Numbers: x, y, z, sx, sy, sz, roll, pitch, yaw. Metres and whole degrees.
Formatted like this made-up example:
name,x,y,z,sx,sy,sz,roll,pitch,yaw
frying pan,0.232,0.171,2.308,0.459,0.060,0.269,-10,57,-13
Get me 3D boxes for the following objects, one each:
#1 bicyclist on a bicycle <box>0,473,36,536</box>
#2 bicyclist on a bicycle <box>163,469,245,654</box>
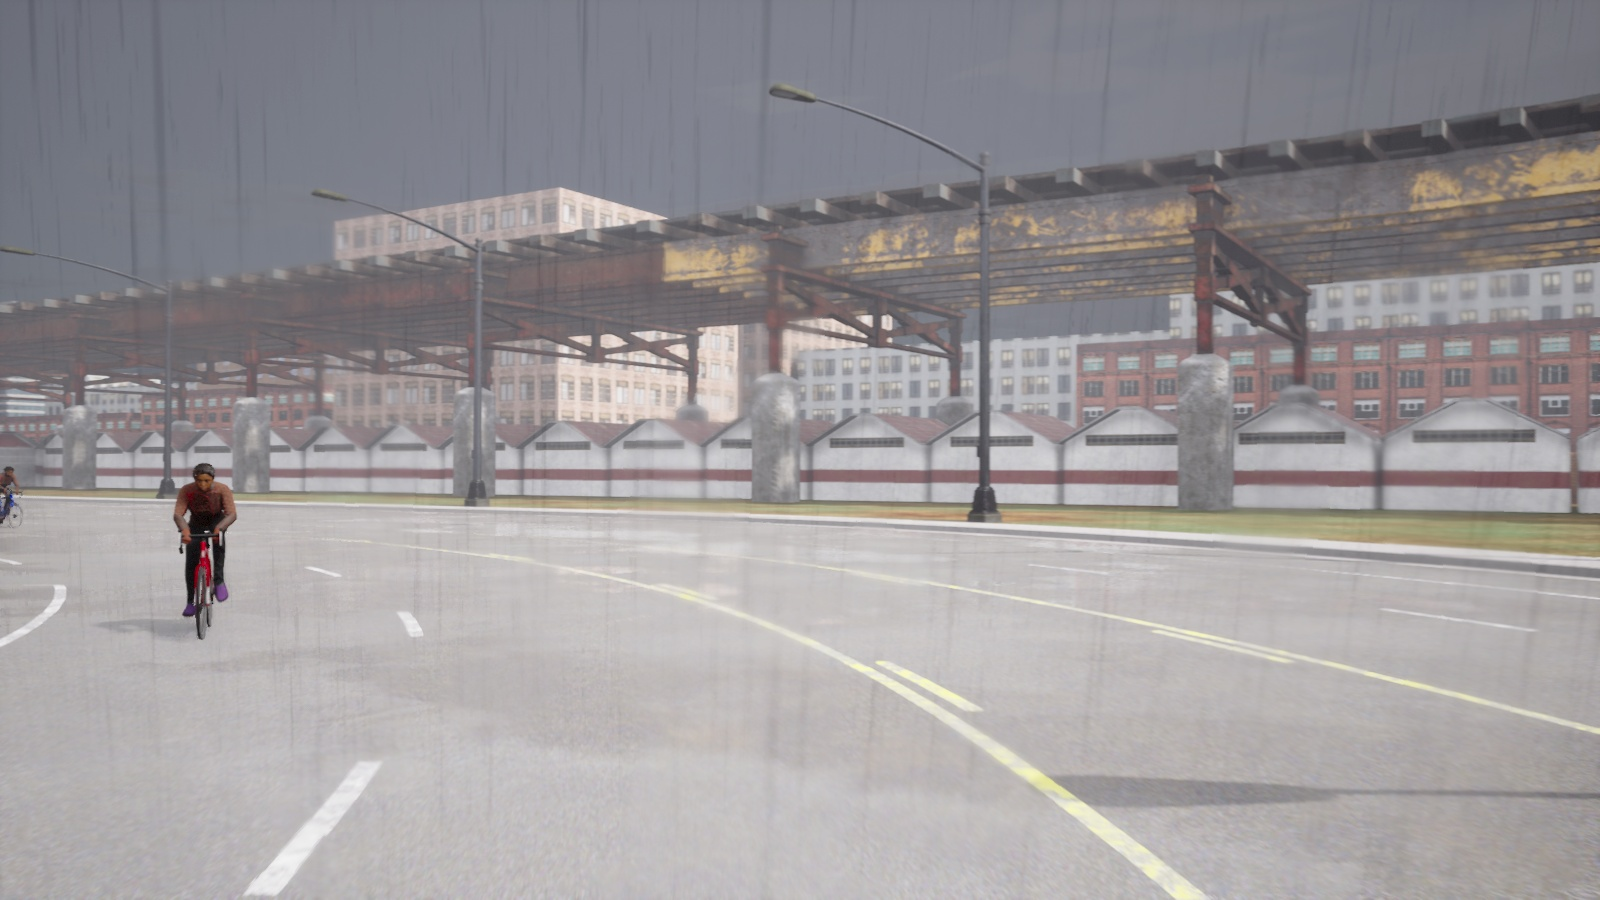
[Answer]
name,x,y,z,sx,sy,sz,roll,pitch,yaw
bicyclist on a bicycle,-20.841,1.422,32.999,1.656,1.620,0.582,-1,-1,31
bicyclist on a bicycle,-5.638,0.995,11.944,0.582,1.620,1.656,0,-1,-21
